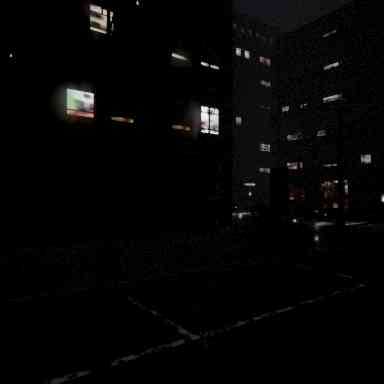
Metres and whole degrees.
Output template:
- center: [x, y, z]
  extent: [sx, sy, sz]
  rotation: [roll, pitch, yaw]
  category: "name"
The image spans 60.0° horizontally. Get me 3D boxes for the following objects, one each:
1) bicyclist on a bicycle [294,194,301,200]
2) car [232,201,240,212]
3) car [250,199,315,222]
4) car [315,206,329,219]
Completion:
- center: [11.435, 1.011, 36.160]
  extent: [1.656, 1.620, 0.582]
  rotation: [0, 1, -36]
  category: "bicyclist on a bicycle"
- center: [2.705, 1.167, 33.307]
  extent: [1.837, 1.490, 4.892]
  rotation: [0, 1, -36]
  category: "car"
- center: [6.184, 1.342, 24.141]
  extent: [2.008, 1.369, 4.403]
  rotation: [1, 0, -36]
  category: "car"
- center: [8.201, 1.318, 25.785]
  extent: [1.812, 1.442, 4.674]
  rotation: [0, 1, -37]
  category: "car"
